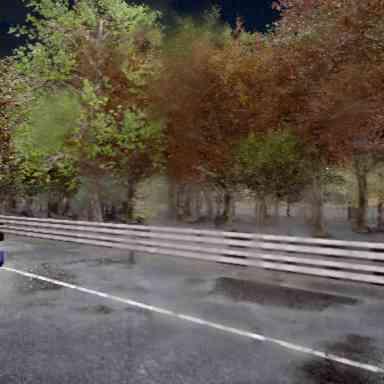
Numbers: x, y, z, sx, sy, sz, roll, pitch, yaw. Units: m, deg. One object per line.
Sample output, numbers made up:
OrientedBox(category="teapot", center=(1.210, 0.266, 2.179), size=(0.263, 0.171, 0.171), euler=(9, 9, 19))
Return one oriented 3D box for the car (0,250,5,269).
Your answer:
OrientedBox(category="car", center=(-7.489, 1.797, 9.743), size=(4.718, 1.301, 1.895), euler=(-1, -2, 36))
